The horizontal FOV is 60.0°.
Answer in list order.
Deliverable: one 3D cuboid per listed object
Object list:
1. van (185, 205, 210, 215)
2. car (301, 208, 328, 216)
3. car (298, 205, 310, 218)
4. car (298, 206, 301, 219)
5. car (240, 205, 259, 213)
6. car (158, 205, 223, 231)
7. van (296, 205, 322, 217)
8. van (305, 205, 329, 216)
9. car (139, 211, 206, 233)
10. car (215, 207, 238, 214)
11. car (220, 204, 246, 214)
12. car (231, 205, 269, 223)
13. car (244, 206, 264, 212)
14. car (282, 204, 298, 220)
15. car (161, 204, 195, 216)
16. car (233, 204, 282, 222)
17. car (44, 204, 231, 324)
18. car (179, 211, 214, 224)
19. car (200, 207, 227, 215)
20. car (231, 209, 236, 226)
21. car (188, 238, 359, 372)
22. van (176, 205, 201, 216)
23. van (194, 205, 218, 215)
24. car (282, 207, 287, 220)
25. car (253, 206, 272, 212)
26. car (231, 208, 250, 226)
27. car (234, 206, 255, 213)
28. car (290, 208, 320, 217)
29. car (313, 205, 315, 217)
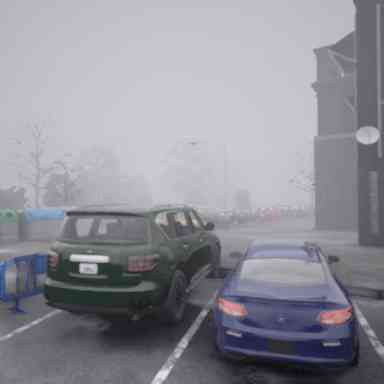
[{"bbox_3d":[1.065,3.441,64.159,4.442,1.987,1.878,-1,-3,15],"label":"van"},{"bbox_3d":[23.988,3.912,65.430,4.792,1.488,2.163,1,-2,15],"label":"car"},{"bbox_3d":[15.427,3.175,53.091,5.566,2.045,2.435,1,-2,15],"label":"car"},{"bbox_3d":[13.651,3.364,50.623,4.792,1.488,2.163,1,-1,15],"label":"car"},{"bbox_3d":[14.470,4.268,83.757,4.553,1.767,2.185,-1,-2,14],"label":"car"},{"bbox_3d":[-0.060,2.343,30.873,5.566,2.045,2.435,1,-2,15],"label":"car"},{"bbox_3d":[22.136,3.563,62.990,4.442,1.987,1.878,1,-1,15],"label":"van"},{"bbox_3d":[25.560,3.745,67.944,4.442,1.987,1.878,1,-1,14],"label":"van"},{"bbox_3d":[-1.646,2.487,28.345,5.366,1.575,1.946,1,-2,15],"label":"car"},{"bbox_3d":[7.757,4.060,73.955,4.792,1.488,2.163,-1,-3,15],"label":"car"},{"bbox_3d":[9.390,3.871,76.420,5.566,2.045,2.435,-1,-2,15],"label":"car"},{"bbox_3d":[6.793,2.845,40.766,4.553,1.767,2.185,1,-2,15],"label":"car"},{"bbox_3d":[16.100,4.485,86.217,5.008,1.535,2.097,-1,-2,14],"label":"car"},{"bbox_3d":[11.944,2.992,48.158,5.566,2.045,2.435,1,-1,15],"label":"car"},{"bbox_3d":[-2.465,3.235,59.300,5.566,2.045,2.435,-1,-2,15],"label":"car"},{"bbox_3d":[8.514,2.810,43.221,5.566,2.045,2.435,1,-1,15],"label":"car"},{"bbox_3d":[-0.832,1.290,7.569,2.435,2.045,5.566,-1,-1,16],"label":"car"},{"bbox_3d":[0.656,3.015,40.067,1.895,1.301,4.718,-1,-2,35],"label":"car"},{"bbox_3d":[4.522,3.844,69.023,5.366,1.575,1.946,-1,-3,15],"label":"car"},{"bbox_3d":[1.636,2.734,33.336,4.674,1.452,2.002,1,-1,15],"label":"car"},{"bbox_3d":[1.577,1.548,5.817,2.002,1.452,4.674,-1,-1,15],"label":"car"},{"bbox_3d":[-0.628,3.350,61.712,4.442,1.987,1.878,-1,-3,15],"label":"van"},{"bbox_3d":[2.760,3.531,66.607,4.442,1.987,1.878,-1,-3,15],"label":"van"},{"bbox_3d":[10.225,3.182,45.686,4.792,1.488,2.163,1,-1,15],"label":"car"},{"bbox_3d":[19.322,4.698,91.168,4.792,1.488,2.163,-1,-2,13],"label":"car"},{"bbox_3d":[3.373,2.788,35.812,5.008,1.535,2.097,1,-1,15],"label":"car"},{"bbox_3d":[12.781,4.304,81.301,4.892,1.521,2.231,-1,-2,14],"label":"car"},{"bbox_3d":[20.534,3.699,60.488,5.008,1.535,2.097,1,-1,15],"label":"car"},{"bbox_3d":[18.851,3.358,58.025,5.566,2.045,2.435,1,-2,15],"label":"car"}]
